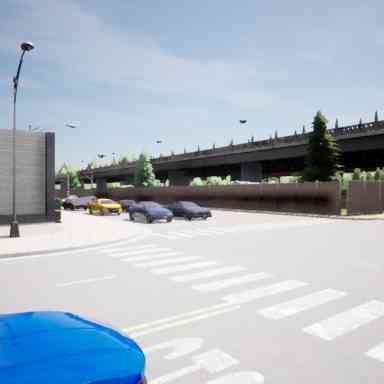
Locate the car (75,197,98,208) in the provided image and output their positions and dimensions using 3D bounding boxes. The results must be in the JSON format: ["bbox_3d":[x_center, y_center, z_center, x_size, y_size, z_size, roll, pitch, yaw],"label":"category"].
[{"bbox_3d":[-15.163,1.475,47.814,1.812,1.442,4.674,0,0,-35],"label":"car"}]

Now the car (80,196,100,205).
[{"bbox_3d":[-17.827,1.428,57.828,1.882,1.535,5.008,0,0,-36],"label":"car"}]

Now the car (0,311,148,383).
[{"bbox_3d":[-2.628,1.477,1.899,5.008,1.535,1.882,0,0,-36],"label":"car"}]

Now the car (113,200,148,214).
[{"bbox_3d":[-6.776,1.550,36.020,1.895,1.301,4.718,0,0,-35],"label":"car"}]

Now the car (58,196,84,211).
[{"bbox_3d":[-14.274,1.496,40.495,2.033,1.411,5.357,0,0,-35],"label":"car"}]

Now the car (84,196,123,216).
[{"bbox_3d":[-8.577,1.426,32.516,1.882,1.535,5.008,0,0,-36],"label":"car"}]

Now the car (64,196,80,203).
[{"bbox_3d":[-23.755,1.475,65.946,1.812,1.442,4.674,0,0,-36],"label":"car"}]

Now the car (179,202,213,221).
[{"bbox_3d":[-0.609,1.496,27.383,2.033,1.411,5.357,0,0,-36],"label":"car"}]

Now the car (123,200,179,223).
[{"bbox_3d":[-3.210,1.474,25.012,1.812,1.442,4.674,0,0,-36],"label":"car"}]
